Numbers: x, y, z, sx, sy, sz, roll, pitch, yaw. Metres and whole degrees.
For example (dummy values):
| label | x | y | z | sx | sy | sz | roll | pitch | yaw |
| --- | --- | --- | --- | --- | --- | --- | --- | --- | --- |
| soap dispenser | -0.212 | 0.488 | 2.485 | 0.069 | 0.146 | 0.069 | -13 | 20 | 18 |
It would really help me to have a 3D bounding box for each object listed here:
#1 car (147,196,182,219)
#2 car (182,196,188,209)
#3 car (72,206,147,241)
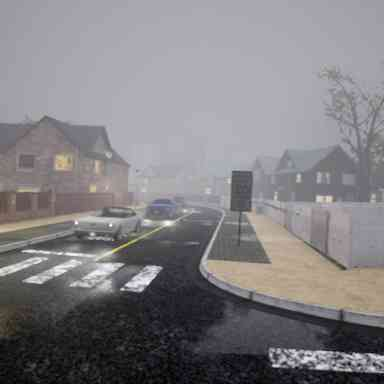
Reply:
| label | x | y | z | sx | sy | sz | roll | pitch | yaw |
| --- | --- | --- | --- | --- | --- | --- | --- | --- | --- |
| car | -2.364 | 1.240 | 27.250 | 1.882 | 1.535 | 5.008 | 3 | 0 | 6 |
| car | -1.626 | 1.262 | 41.194 | 1.837 | 1.490 | 4.892 | 3 | 0 | -5 |
| car | -3.750 | 1.378 | 15.565 | 1.895 | 1.301 | 4.718 | 3 | 0 | 6 |
